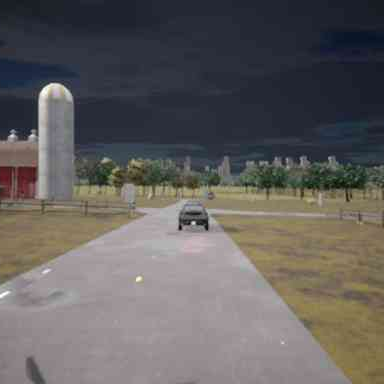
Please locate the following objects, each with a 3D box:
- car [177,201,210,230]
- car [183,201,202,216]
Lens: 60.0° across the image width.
[{"bbox_3d":[0.097,1.527,21.142,1.837,1.490,4.892,0,-1,0],"label":"car"},{"bbox_3d":[0.091,1.637,34.310,1.812,1.442,4.674,0,-1,0],"label":"car"}]
